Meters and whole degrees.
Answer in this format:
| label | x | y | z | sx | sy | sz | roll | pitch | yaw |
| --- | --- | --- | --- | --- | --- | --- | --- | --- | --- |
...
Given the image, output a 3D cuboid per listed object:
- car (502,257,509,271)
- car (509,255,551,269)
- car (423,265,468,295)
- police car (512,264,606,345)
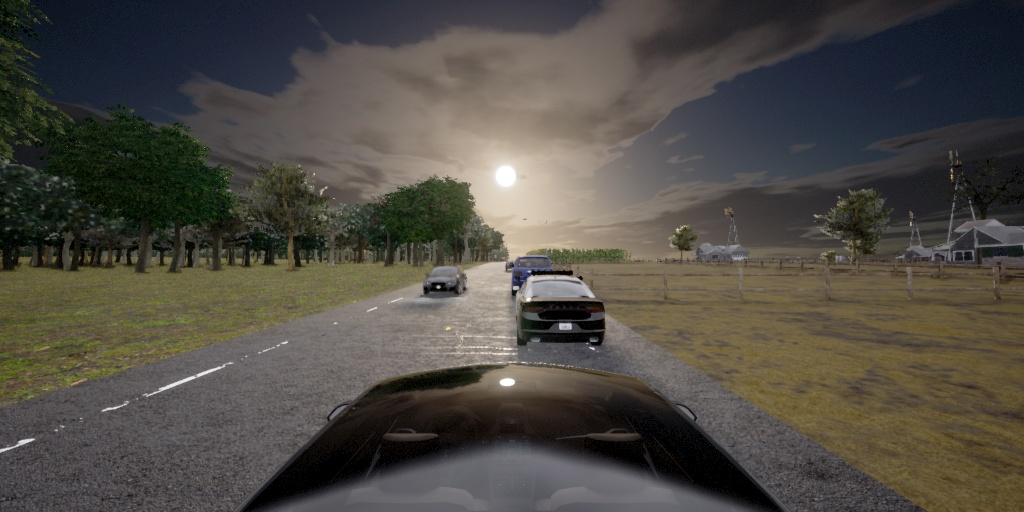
| label | x | y | z | sx | sy | sz | roll | pitch | yaw |
| --- | --- | --- | --- | --- | --- | --- | --- | --- | --- |
| car | 0.048 | 1.253 | 50.136 | 2.128 | 1.511 | 4.902 | 0 | 0 | 1 |
| car | 1.054 | 0.983 | 19.560 | 2.150 | 2.045 | 5.566 | 0 | 0 | 0 |
| car | -3.596 | 1.264 | 19.931 | 1.837 | 1.490 | 4.892 | 0 | 0 | 0 |
| police car | 1.051 | 1.181 | 9.628 | 1.930 | 1.638 | 5.238 | 0 | 0 | 0 |
